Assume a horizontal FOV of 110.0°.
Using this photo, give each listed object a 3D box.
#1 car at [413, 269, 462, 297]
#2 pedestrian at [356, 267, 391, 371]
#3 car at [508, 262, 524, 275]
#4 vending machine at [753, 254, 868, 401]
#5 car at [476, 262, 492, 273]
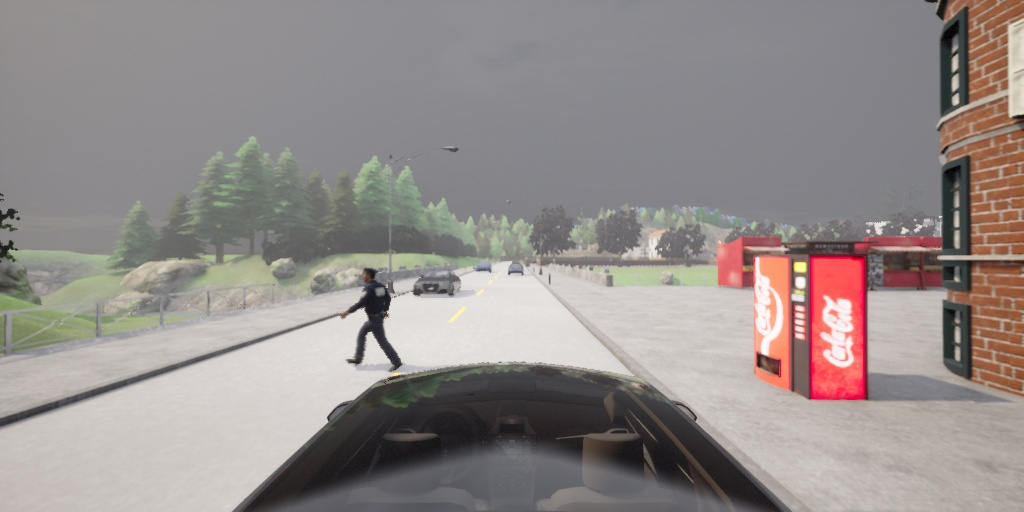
[{"bbox_3d":[-3.943,1.418,19.534,1.994,1.385,4.181,0,0,1],"label":"car"},{"bbox_3d":[-2.434,1.070,6.298,0.375,1.860,0.375,0,0,1],"label":"pedestrian"},{"bbox_3d":[0.467,1.538,42.454,2.033,1.411,5.357,0,0,2],"label":"car"},{"bbox_3d":[4.329,0.967,5.294,1.100,2.100,0.880,0,0,1],"label":"vending machine"},{"bbox_3d":[-3.677,1.500,47.972,1.882,1.535,5.008,0,-1,1],"label":"car"}]
